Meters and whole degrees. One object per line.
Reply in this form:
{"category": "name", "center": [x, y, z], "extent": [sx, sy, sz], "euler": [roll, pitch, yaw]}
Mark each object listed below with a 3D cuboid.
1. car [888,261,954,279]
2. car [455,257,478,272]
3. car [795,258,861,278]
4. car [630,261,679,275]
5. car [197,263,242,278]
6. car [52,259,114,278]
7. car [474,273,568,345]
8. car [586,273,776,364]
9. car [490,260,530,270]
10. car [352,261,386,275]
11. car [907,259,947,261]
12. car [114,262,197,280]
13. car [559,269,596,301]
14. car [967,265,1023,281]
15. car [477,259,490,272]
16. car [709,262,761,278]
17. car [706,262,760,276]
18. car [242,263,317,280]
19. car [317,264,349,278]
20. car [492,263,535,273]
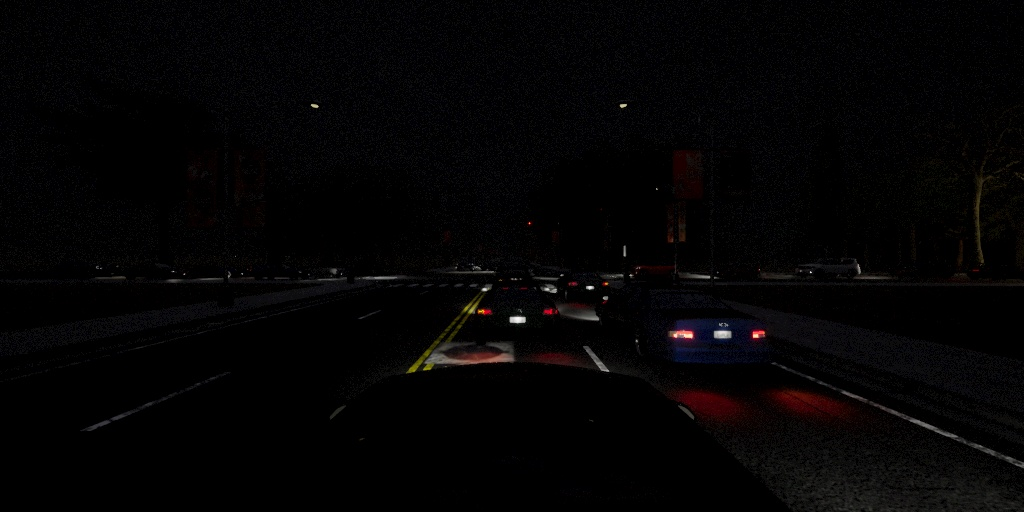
{"category": "car", "center": [42.657, 1.568, 37.185], "extent": [4.902, 1.511, 2.128], "euler": [0, 0, 0]}
{"category": "car", "center": [-6.580, 1.127, 51.010], "extent": [2.150, 2.045, 5.566], "euler": [0, 0, 1]}
{"category": "car", "center": [32.674, 1.230, 37.135], "extent": [5.566, 2.045, 2.150], "euler": [0, 0, 0]}
{"category": "car", "center": [14.598, 1.265, 36.984], "extent": [4.553, 1.767, 2.097], "euler": [0, 0, -1]}
{"category": "car", "center": [-27.219, 1.332, 33.235], "extent": [4.718, 1.301, 1.895], "euler": [0, 0, -1]}
{"category": "car", "center": [-39.155, 1.046, 33.130], "extent": [4.553, 1.767, 2.097], "euler": [0, 0, 0]}
{"category": "car", "center": [0.106, 1.320, 9.580], "extent": [1.994, 1.385, 4.181], "euler": [0, 0, 0]}
{"category": "car", "center": [3.353, 1.303, 8.231], "extent": [2.033, 1.411, 5.357], "euler": [0, 0, 0]}
{"category": "car", "center": [0.356, 1.328, 37.633], "extent": [2.128, 1.511, 4.902], "euler": [0, 0, -41]}
{"category": "car", "center": [-16.583, 1.285, 39.973], "extent": [4.892, 1.490, 1.837], "euler": [0, 1, -2]}
{"category": "car", "center": [45.924, 1.328, 40.434], "extent": [5.566, 2.045, 2.150], "euler": [0, 0, 0]}
{"category": "car", "center": [-29.714, 1.243, 29.961], "extent": [4.674, 1.442, 1.812], "euler": [0, 0, -1]}
{"category": "car", "center": [3.356, 1.340, 17.475], "extent": [1.994, 1.385, 4.181], "euler": [0, 0, 0]}
{"category": "car", "center": [46.056, 1.584, 33.791], "extent": [4.902, 1.511, 2.128], "euler": [1, 0, 0]}
{"category": "car", "center": [-3.331, 1.451, 50.744], "extent": [2.033, 1.411, 5.357], "euler": [0, 0, 0]}
{"category": "car", "center": [23.232, 1.521, 37.078], "extent": [4.181, 1.385, 1.994], "euler": [0, 0, -2]}
{"category": "car", "center": [24.802, 1.475, 40.325], "extent": [4.892, 1.490, 1.837], "euler": [0, 0, -1]}
{"category": "car", "center": [-19.390, 1.280, 30.067], "extent": [4.674, 1.442, 1.812], "euler": [0, 0, -2]}
{"category": "car", "center": [-18.078, 1.365, 33.321], "extent": [4.718, 1.301, 1.895], "euler": [0, 0, -1]}
{"category": "car", "center": [0.098, 1.283, 18.486], "extent": [1.837, 1.490, 4.892], "euler": [0, 0, 0]}
